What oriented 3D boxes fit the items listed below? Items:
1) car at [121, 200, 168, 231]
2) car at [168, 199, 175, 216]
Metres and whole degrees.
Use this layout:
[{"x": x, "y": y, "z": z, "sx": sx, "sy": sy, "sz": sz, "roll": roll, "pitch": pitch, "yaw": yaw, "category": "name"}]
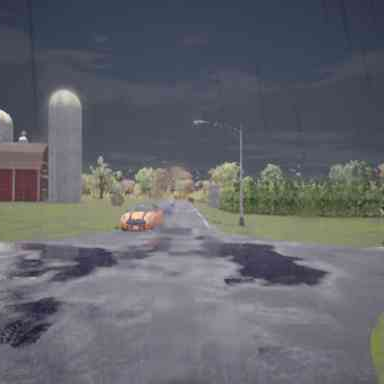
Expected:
[{"x": -3.178, "y": 1.550, "z": 22.047, "sx": 2.097, "sy": 1.767, "sz": 4.553, "roll": 0, "pitch": 0, "yaw": 4, "category": "car"}, {"x": -3.217, "y": 1.805, "z": 36.770, "sx": 1.882, "sy": 1.535, "sz": 5.008, "roll": 0, "pitch": -1, "yaw": -1, "category": "car"}]
